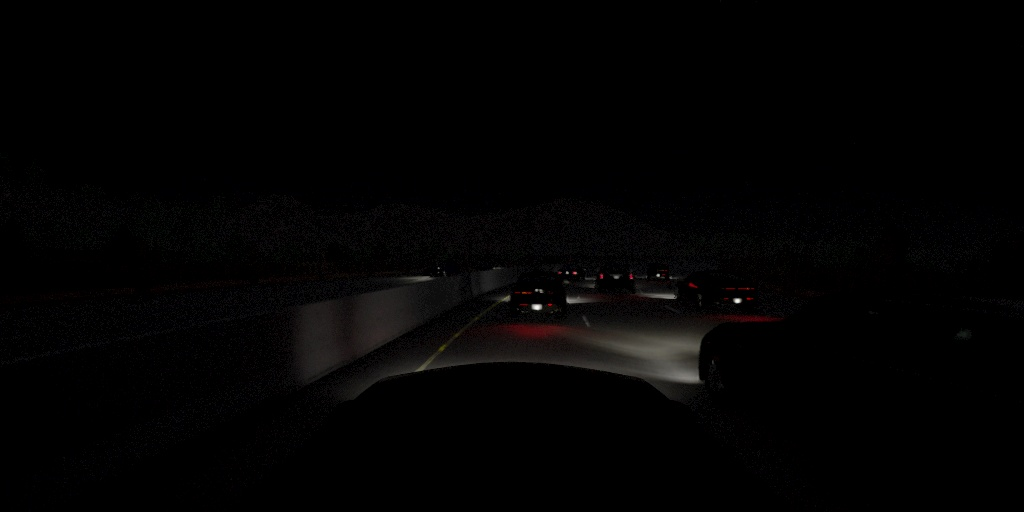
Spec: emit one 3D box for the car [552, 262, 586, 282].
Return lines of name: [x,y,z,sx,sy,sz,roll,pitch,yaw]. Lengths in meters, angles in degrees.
car: [5.265,1.430,31.283,2.033,1.411,5.357,0,0,19]

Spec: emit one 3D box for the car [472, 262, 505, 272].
car: [-2.509,1.428,40.739,2.033,1.411,5.357,0,0,23]

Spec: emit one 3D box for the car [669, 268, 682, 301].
car: [8.402,1.343,15.136,1.837,1.490,4.892,0,0,9]

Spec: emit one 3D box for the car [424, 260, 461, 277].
car: [-7.298,1.201,37.912,2.097,1.767,4.553,0,0,20]

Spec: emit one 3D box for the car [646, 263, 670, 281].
car: [13.568,1.433,33.348,1.837,1.490,4.892,0,0,21]

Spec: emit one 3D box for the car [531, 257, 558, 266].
car: [4.374,1.160,47.219,2.150,2.045,5.566,0,-1,28]

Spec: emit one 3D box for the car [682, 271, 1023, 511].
car: [3.763,1.126,3.421,2.097,1.767,4.553,0,0,1]

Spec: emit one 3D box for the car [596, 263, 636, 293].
car: [6.228,1.204,21.812,2.097,1.767,4.553,0,0,13]

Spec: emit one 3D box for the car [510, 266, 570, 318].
car: [1.049,1.302,13.239,1.837,1.490,4.892,0,0,7]
